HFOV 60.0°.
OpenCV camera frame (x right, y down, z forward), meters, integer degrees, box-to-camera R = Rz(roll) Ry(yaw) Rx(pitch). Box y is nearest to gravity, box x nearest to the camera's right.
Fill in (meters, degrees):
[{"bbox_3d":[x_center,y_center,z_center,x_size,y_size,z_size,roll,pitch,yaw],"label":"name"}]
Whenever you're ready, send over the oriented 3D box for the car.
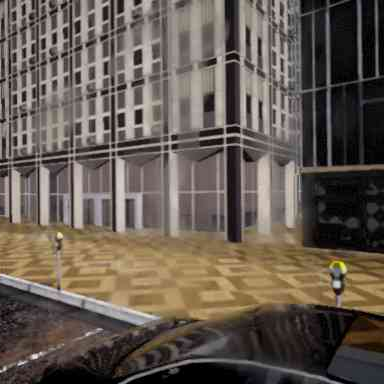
[{"bbox_3d":[0.644,1.573,2.418,4.313,1.339,1.947,-1,-1,35],"label":"car"}]
